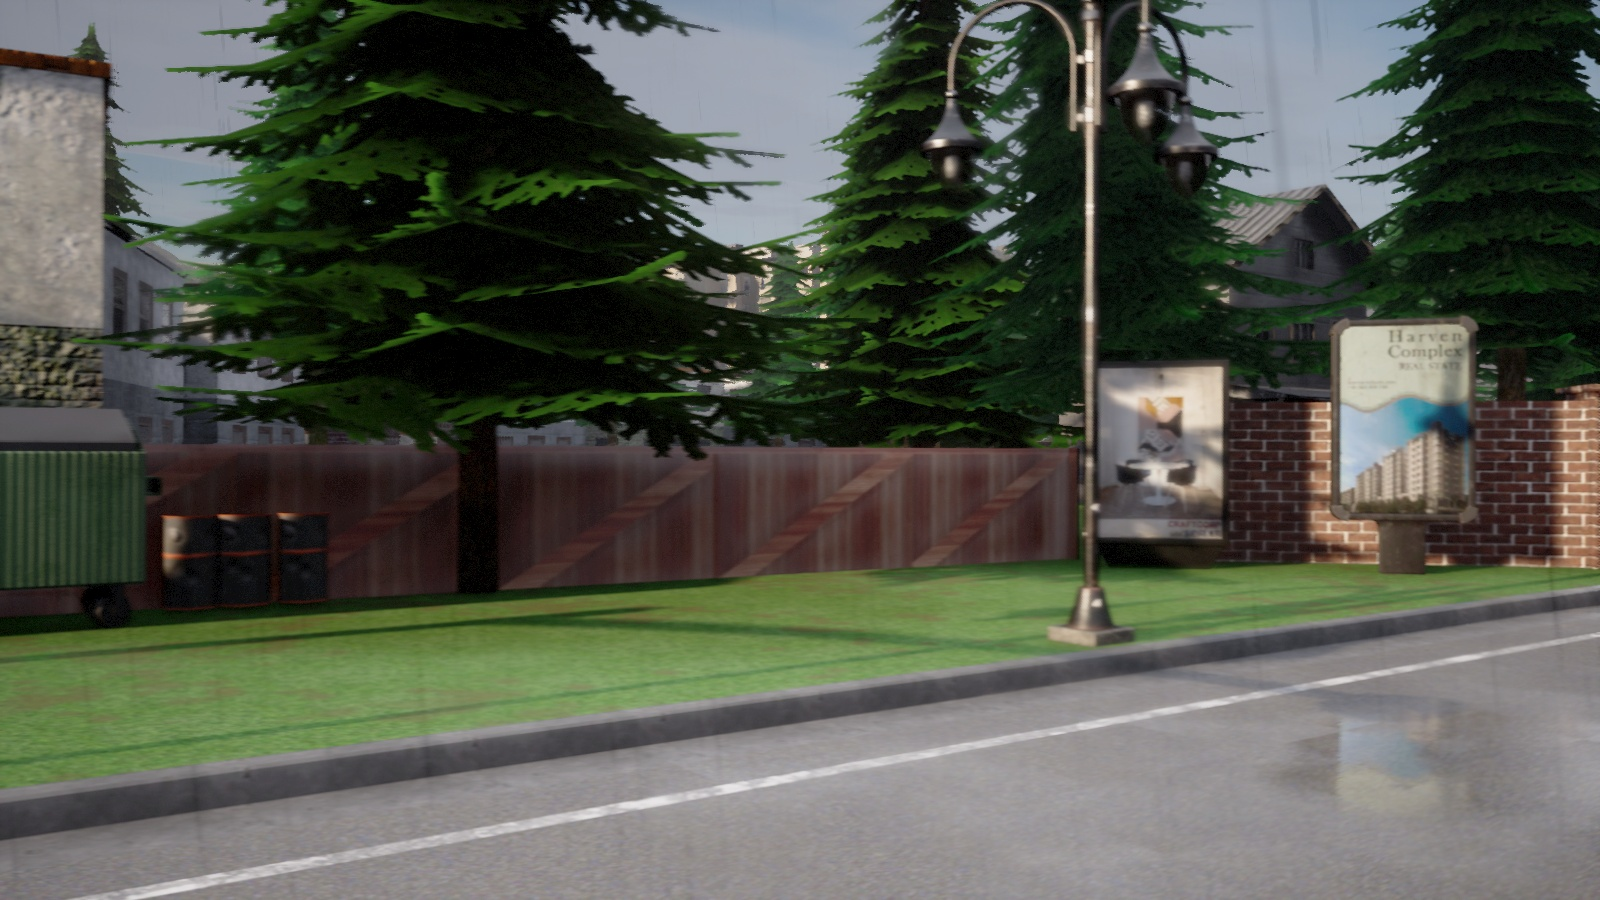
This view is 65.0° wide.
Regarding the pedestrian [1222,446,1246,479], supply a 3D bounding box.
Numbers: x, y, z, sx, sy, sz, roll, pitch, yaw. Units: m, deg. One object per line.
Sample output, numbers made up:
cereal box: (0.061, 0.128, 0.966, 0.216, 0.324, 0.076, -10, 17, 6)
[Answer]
pedestrian: (24.201, 0.703, 69.985, 0.874, 1.855, 0.900, 0, 0, -36)
